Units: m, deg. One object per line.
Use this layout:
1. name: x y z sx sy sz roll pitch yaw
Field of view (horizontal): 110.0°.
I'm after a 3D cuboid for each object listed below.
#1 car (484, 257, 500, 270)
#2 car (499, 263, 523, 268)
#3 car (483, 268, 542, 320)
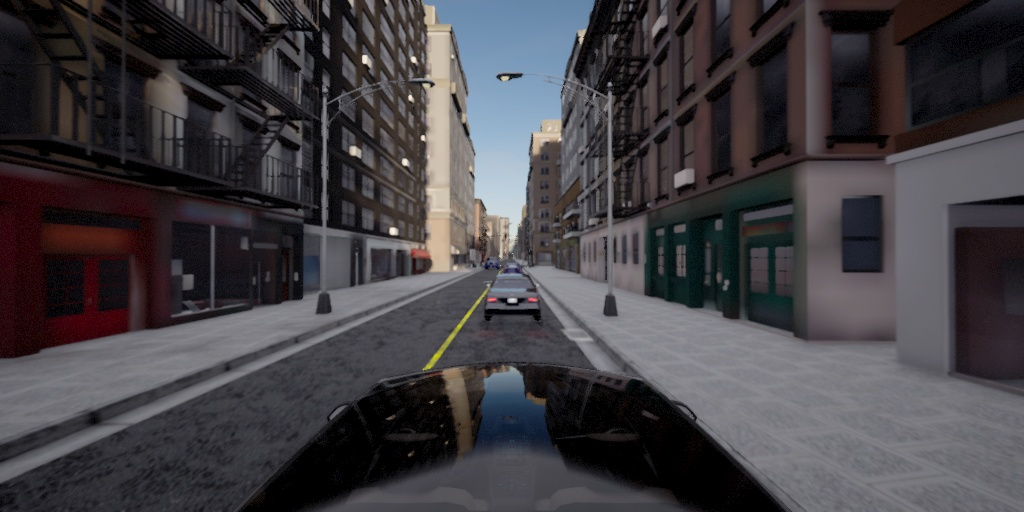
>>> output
1. car: -3.114 1.142 56.534 2.150 2.045 5.566 0 0 1
2. car: 0.045 1.375 32.541 1.812 1.442 4.674 0 0 0
3. car: 0.035 1.332 12.804 2.033 1.411 5.357 0 0 1
